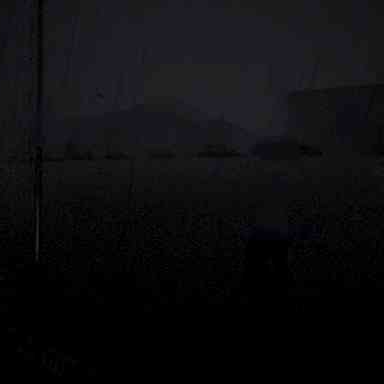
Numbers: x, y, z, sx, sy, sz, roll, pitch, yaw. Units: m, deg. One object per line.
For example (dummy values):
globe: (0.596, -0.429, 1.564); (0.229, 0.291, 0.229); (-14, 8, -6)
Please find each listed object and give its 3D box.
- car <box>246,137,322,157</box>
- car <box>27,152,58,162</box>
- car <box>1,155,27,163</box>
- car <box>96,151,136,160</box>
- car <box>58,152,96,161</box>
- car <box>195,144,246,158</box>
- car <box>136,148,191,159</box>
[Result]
car: (7.742, -3.395, 27.296); (5.566, 2.045, 2.435); (2, 1, 25)
car: (-17.117, -3.988, 39.958); (4.553, 1.767, 2.185); (2, 1, 31)
car: (-21.869, -3.993, 42.777); (5.008, 1.535, 2.097); (2, 1, 32)
car: (-7.266, -3.558, 34.545); (4.674, 1.452, 2.002); (2, 1, 28)
car: (-12.127, -3.698, 37.155); (4.792, 1.488, 2.163); (2, 1, 29)
car: (2.643, -3.442, 29.638); (4.553, 1.767, 2.185); (2, 1, 26)
car: (-2.436, -3.468, 32.084); (4.892, 1.521, 2.231); (2, 1, 27)
